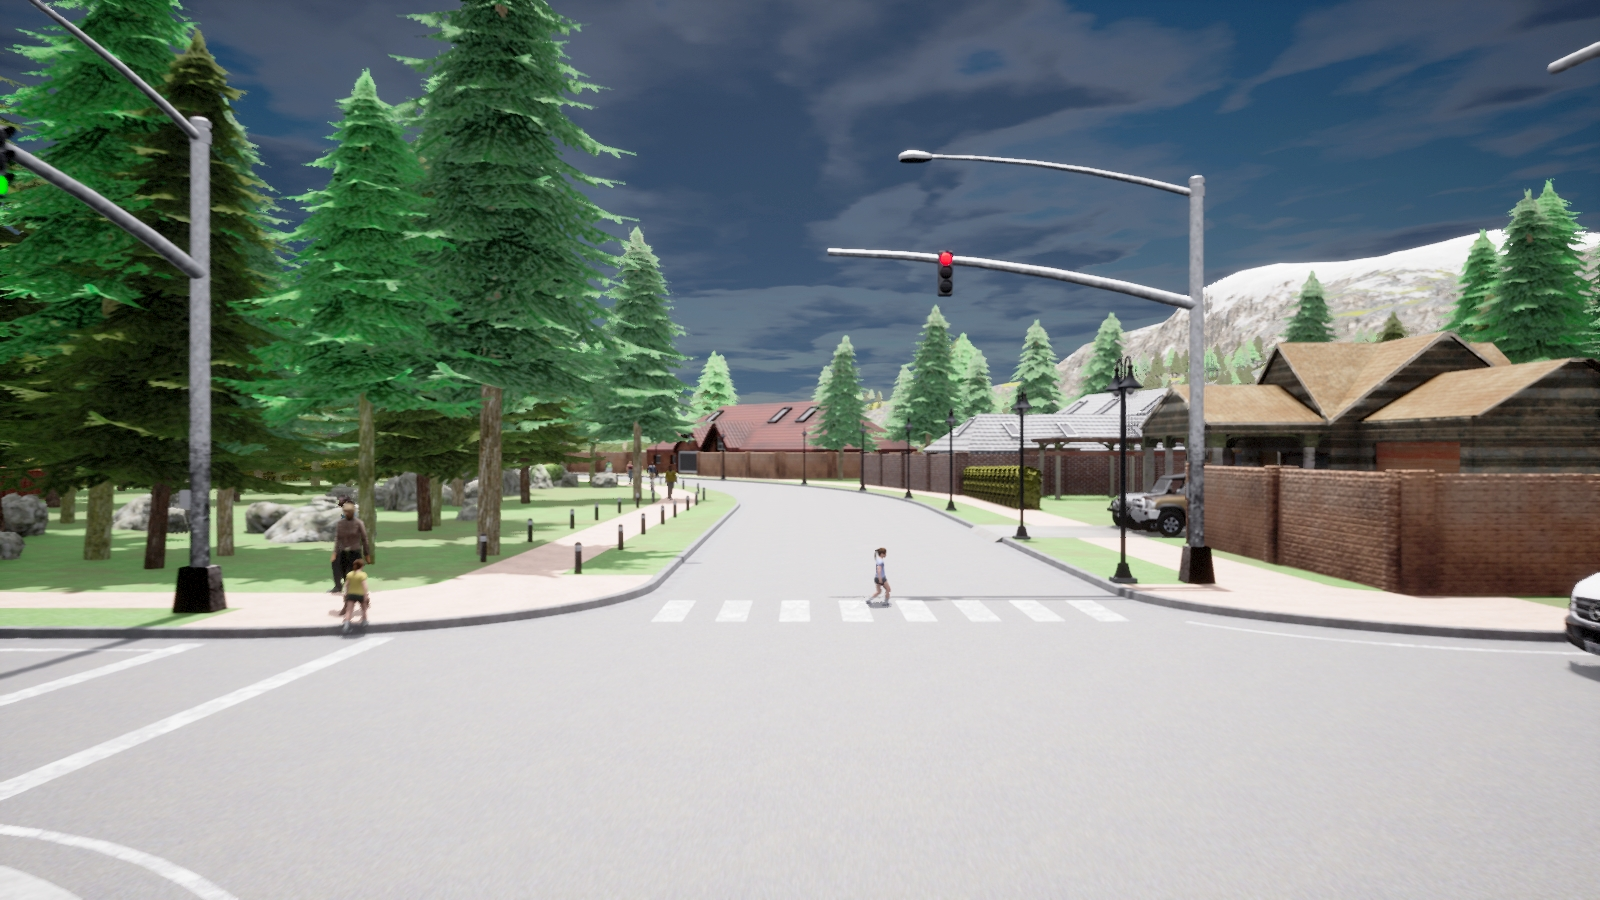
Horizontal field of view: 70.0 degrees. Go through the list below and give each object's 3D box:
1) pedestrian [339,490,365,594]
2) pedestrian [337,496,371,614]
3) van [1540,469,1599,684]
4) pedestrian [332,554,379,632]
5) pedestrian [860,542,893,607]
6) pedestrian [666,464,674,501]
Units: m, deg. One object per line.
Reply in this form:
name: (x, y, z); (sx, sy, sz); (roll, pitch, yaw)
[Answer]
pedestrian: (-8.243, 1.675, 20.999); (0.375, 1.860, 0.375); (0, 0, -34)
pedestrian: (-7.181, 1.676, 18.393); (0.375, 1.860, 0.375); (0, 0, 6)
van: (12.559, 1.515, 13.783); (5.915, 2.561, 1.988); (0, 0, 2)
pedestrian: (-6.647, 2.124, 17.096); (0.500, 1.100, 0.500); (0, 0, 4)
pedestrian: (1.357, 2.198, 20.221); (0.500, 1.100, 0.500); (0, 0, -6)
pedestrian: (-6.600, 1.663, 58.132); (0.375, 1.860, 0.375); (0, 0, -5)
